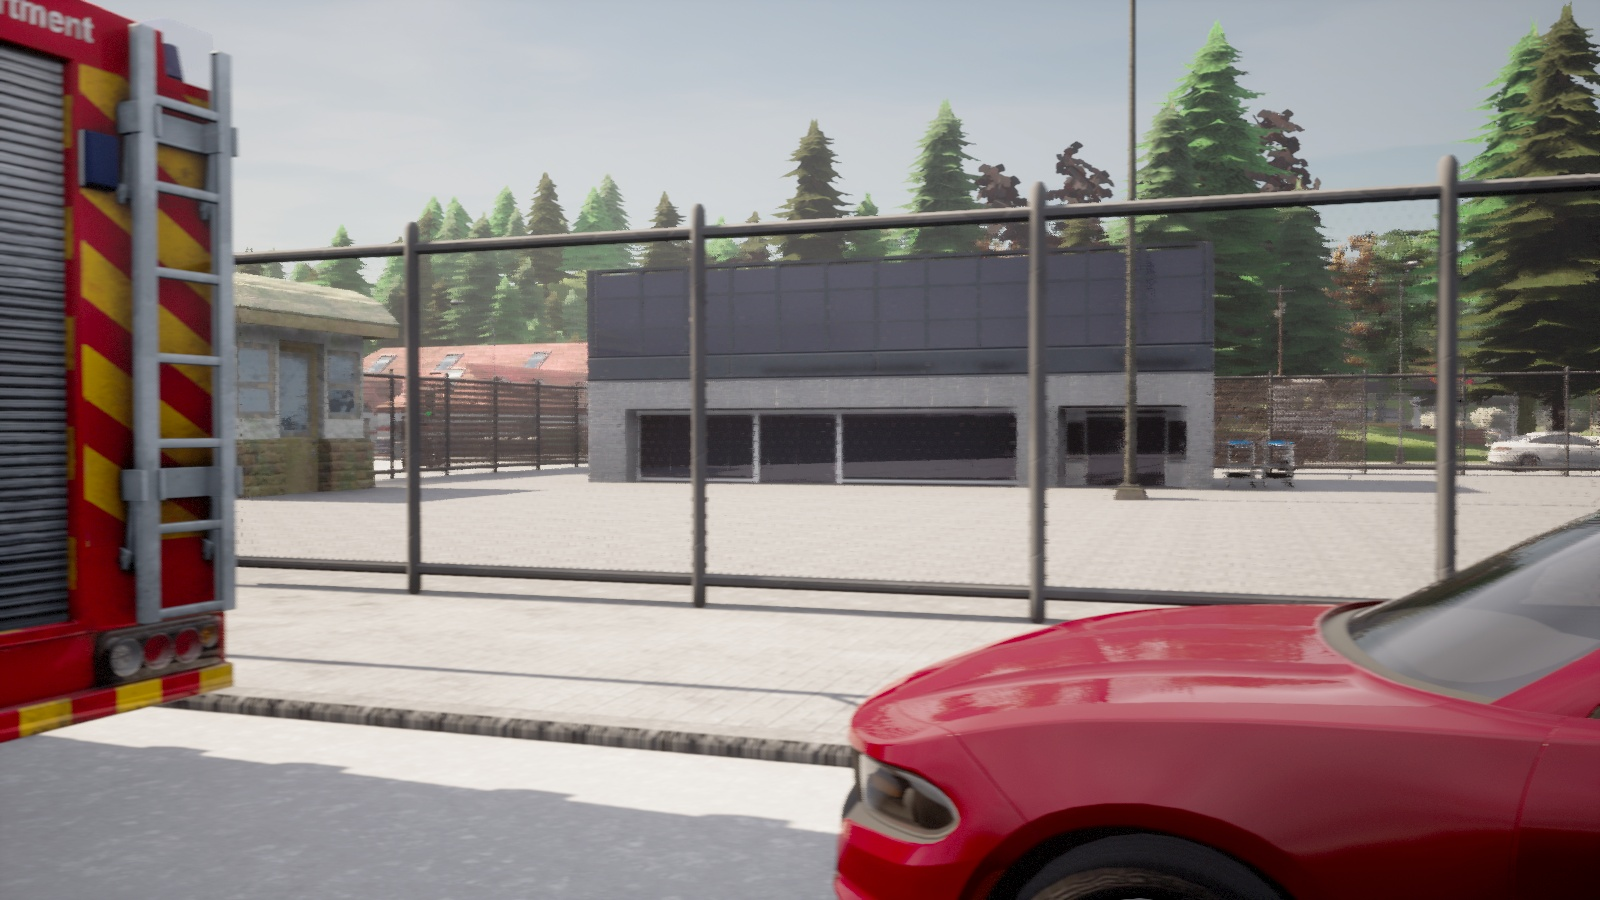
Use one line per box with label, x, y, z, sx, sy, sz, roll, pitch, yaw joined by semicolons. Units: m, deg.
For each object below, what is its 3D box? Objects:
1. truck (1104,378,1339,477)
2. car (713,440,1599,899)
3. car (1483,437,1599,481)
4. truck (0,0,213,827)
truck;15.433;-0.841;46.326;7.936;3.462;2.891;1;1;19
car;2.479;0.769;2.845;5.008;1.535;1.882;1;1;20
car;26.047;0.282;42.751;4.674;1.442;1.812;1;1;18
truck;-7.210;-0.477;6.063;8.468;3.827;2.891;1;1;22
